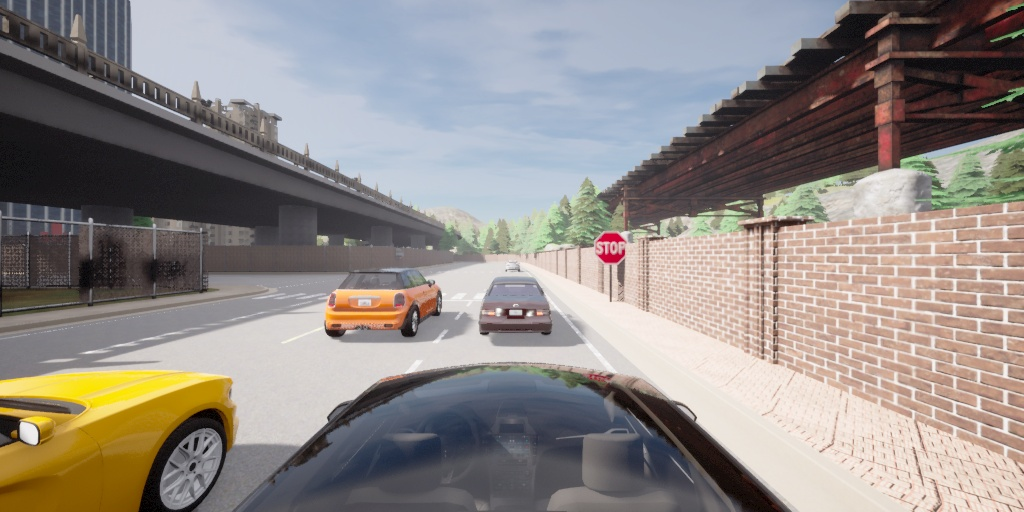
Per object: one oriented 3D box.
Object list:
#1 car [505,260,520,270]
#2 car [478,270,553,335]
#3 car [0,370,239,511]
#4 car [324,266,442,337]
[{"bbox_3d":[0.083,1.276,46.330,1.812,1.442,4.674,0,0,-1],"label":"car"},{"bbox_3d":[0.081,1.297,10.464,2.033,1.411,5.357,0,0,0],"label":"car"},{"bbox_3d":[-3.398,1.228,1.186,1.882,1.535,5.008,0,0,0],"label":"car"},{"bbox_3d":[-3.420,1.102,10.443,2.097,1.767,4.553,0,0,0],"label":"car"}]
